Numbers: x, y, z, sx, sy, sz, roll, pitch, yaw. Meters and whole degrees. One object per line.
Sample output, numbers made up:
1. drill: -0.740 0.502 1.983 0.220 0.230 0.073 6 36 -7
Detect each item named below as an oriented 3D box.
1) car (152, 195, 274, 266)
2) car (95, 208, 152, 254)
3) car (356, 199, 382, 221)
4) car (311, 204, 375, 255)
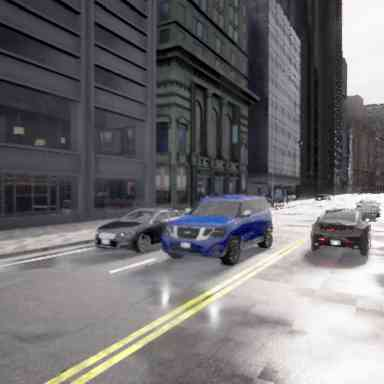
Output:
1. car: 1.218 1.141 11.805 2.150 2.045 5.566 0 0 31
2. car: -1.672 1.395 13.306 2.128 1.511 4.902 0 0 30
3. car: 15.374 1.351 29.049 1.812 1.442 4.674 0 0 30
4. car: 6.006 1.423 13.140 1.837 1.490 4.892 0 0 30
